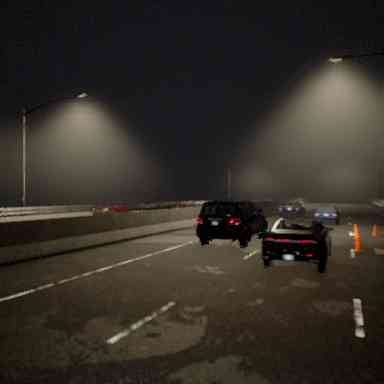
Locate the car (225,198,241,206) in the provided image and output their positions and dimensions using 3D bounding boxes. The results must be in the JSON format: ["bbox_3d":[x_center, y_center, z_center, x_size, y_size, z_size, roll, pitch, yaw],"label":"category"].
[{"bbox_3d":[8.949,2.128,72.726,2.097,1.767,4.553,-1,-1,25],"label":"car"}]

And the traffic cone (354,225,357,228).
[{"bbox_3d":[8.463,2.118,17.122,0.340,0.580,0.340,-1,-1,25],"label":"traffic cone"}]

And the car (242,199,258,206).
[{"bbox_3d":[12.637,2.275,72.355,2.128,1.511,4.902,-1,-1,25],"label":"car"}]

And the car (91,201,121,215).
[{"bbox_3d":[-8.552,1.793,35.351,2.097,1.767,4.553,-1,-1,25],"label":"car"}]

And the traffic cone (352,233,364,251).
[{"bbox_3d":[6.776,2.084,13.495,0.340,0.580,0.340,-1,-1,25],"label":"traffic cone"}]

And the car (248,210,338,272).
[{"bbox_3d":[3.694,1.608,11.413,2.128,1.511,4.902,-1,-1,25],"label":"car"}]

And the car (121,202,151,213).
[{"bbox_3d":[-4.852,1.912,35.003,2.128,1.511,4.902,-1,-1,25],"label":"car"}]

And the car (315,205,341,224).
[{"bbox_3d":[11.267,1.817,27.684,2.033,1.411,5.357,-1,-1,25],"label":"car"}]

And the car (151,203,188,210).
[{"bbox_3d":[-1.788,1.893,33.292,1.837,1.490,4.892,-1,-1,25],"label":"car"}]

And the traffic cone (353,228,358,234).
[{"bbox_3d":[7.620,2.101,15.309,0.340,0.580,0.340,-1,-1,25],"label":"traffic cone"}]

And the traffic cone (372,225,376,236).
[{"bbox_3d":[10.214,2.126,18.513,0.340,0.580,0.340,-1,-1,25],"label":"traffic cone"}]

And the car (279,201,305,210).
[{"bbox_3d":[10.106,1.690,33.493,2.097,1.767,4.553,-1,-1,25],"label":"car"}]

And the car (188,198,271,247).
[{"bbox_3d":[2.081,1.403,16.249,2.150,2.045,5.566,-1,-1,25],"label":"car"}]

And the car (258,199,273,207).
[{"bbox_3d":[15.635,2.243,70.500,2.128,1.511,4.902,-1,-1,25],"label":"car"}]

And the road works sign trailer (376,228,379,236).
[{"bbox_3d":[5.165,0.520,6.538,2.380,3.560,2.880,-1,-1,25],"label":"road works sign trailer"}]
